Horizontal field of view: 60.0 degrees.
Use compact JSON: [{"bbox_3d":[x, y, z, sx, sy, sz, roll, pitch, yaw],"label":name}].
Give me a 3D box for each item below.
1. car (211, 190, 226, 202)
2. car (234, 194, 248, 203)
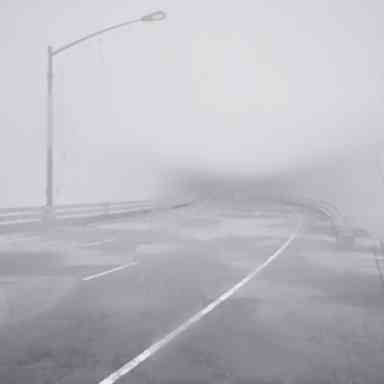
[{"bbox_3d":[4.628,0.670,58.566,2.150,2.045,5.566,1,1,0],"label":"car"},{"bbox_3d":[7.928,1.008,53.883,2.128,1.511,4.902,1,1,3],"label":"car"}]
